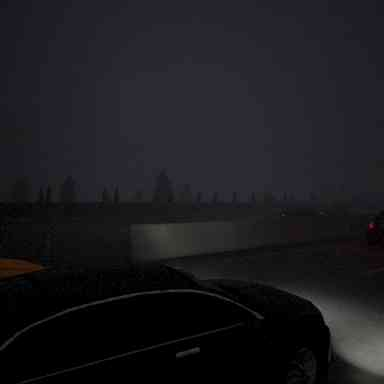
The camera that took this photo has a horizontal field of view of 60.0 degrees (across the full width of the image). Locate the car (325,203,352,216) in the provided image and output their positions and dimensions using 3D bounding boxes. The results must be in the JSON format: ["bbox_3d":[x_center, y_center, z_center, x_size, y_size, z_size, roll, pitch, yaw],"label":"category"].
[{"bbox_3d":[15.740,2.019,36.707,4.892,1.490,1.837,1,-1,-36],"label":"car"}]

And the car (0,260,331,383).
[{"bbox_3d":[-0.576,1.497,3.335,4.892,1.490,1.837,0,0,-35],"label":"car"}]

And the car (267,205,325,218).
[{"bbox_3d":[8.165,1.806,27.005,4.902,1.511,2.128,1,-1,-35],"label":"car"}]

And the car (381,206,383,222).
[{"bbox_3d":[20.050,2.067,31.180,5.357,1.411,2.033,1,-1,-35],"label":"car"}]

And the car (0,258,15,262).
[{"bbox_3d":[-4.667,1.484,4.717,5.008,1.535,1.882,0,0,-35],"label":"car"}]

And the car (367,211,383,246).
[{"bbox_3d":[10.017,1.576,15.186,4.553,1.767,2.097,1,-1,-35],"label":"car"}]
